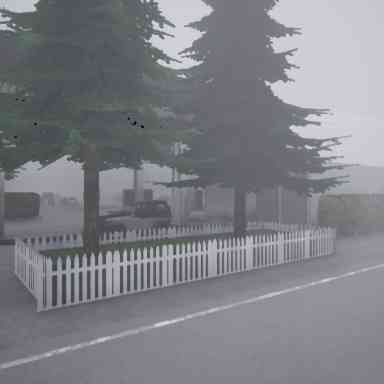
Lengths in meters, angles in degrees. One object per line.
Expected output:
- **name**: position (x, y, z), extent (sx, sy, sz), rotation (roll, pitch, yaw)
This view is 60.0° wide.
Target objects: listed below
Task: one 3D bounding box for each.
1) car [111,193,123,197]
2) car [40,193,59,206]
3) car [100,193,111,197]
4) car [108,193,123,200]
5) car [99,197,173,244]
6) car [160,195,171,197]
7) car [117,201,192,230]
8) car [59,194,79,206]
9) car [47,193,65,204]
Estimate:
- **car**: position (-13.595, 1.296, 65.490), extent (2.007, 1.523, 4.514), rotation (0, 0, -36)
- **car**: position (-22.099, 1.075, 50.431), extent (1.905, 1.878, 3.866), rotation (0, 0, -36)
- **car**: position (-21.448, 1.075, 82.159), extent (1.905, 1.878, 3.866), rotation (0, 0, -36)
- **car**: position (-19.343, 1.096, 84.204), extent (1.932, 1.855, 4.605), rotation (0, 0, -36)
- **car**: position (-2.676, 1.312, 15.507), extent (3.866, 1.878, 1.905), rotation (0, 0, -36)
- **car**: position (-5.496, 1.318, 71.343), extent (1.845, 1.501, 3.633), rotation (0, 0, -36)
- **car**: position (-2.507, 1.479, 22.637), extent (4.611, 1.667, 2.242), rotation (0, 0, -36)
- **car**: position (-19.052, 1.359, 51.896), extent (1.970, 1.475, 3.806), rotation (0, 0, -36)
- **car**: position (-24.079, 1.096, 58.725), extent (1.932, 1.855, 4.605), rotation (0, 0, -36)
